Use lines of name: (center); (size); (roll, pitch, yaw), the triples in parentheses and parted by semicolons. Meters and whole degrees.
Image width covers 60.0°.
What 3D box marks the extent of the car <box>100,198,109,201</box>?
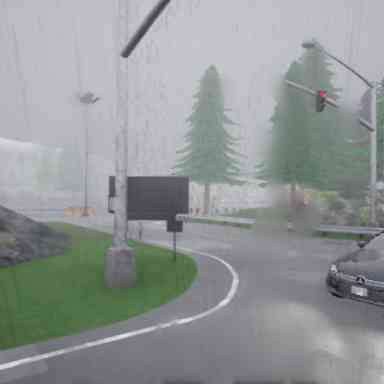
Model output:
car: (-16.564, 1.859, 67.820); (4.674, 1.442, 1.812); (1, -1, -36)

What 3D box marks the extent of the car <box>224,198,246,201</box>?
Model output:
car: (11.274, 2.281, 83.504); (5.357, 1.411, 2.033); (1, -1, -36)

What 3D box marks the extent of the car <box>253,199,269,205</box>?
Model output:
car: (16.294, 2.306, 78.492); (4.181, 1.385, 1.994); (1, -1, -36)

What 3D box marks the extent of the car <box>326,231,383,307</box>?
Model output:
car: (4.936, 1.547, 7.393); (4.674, 1.442, 1.812); (0, 0, -35)

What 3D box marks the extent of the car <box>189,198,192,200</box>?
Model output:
car: (-1.566, 2.066, 74.283); (4.674, 1.442, 1.812); (1, -1, -36)
